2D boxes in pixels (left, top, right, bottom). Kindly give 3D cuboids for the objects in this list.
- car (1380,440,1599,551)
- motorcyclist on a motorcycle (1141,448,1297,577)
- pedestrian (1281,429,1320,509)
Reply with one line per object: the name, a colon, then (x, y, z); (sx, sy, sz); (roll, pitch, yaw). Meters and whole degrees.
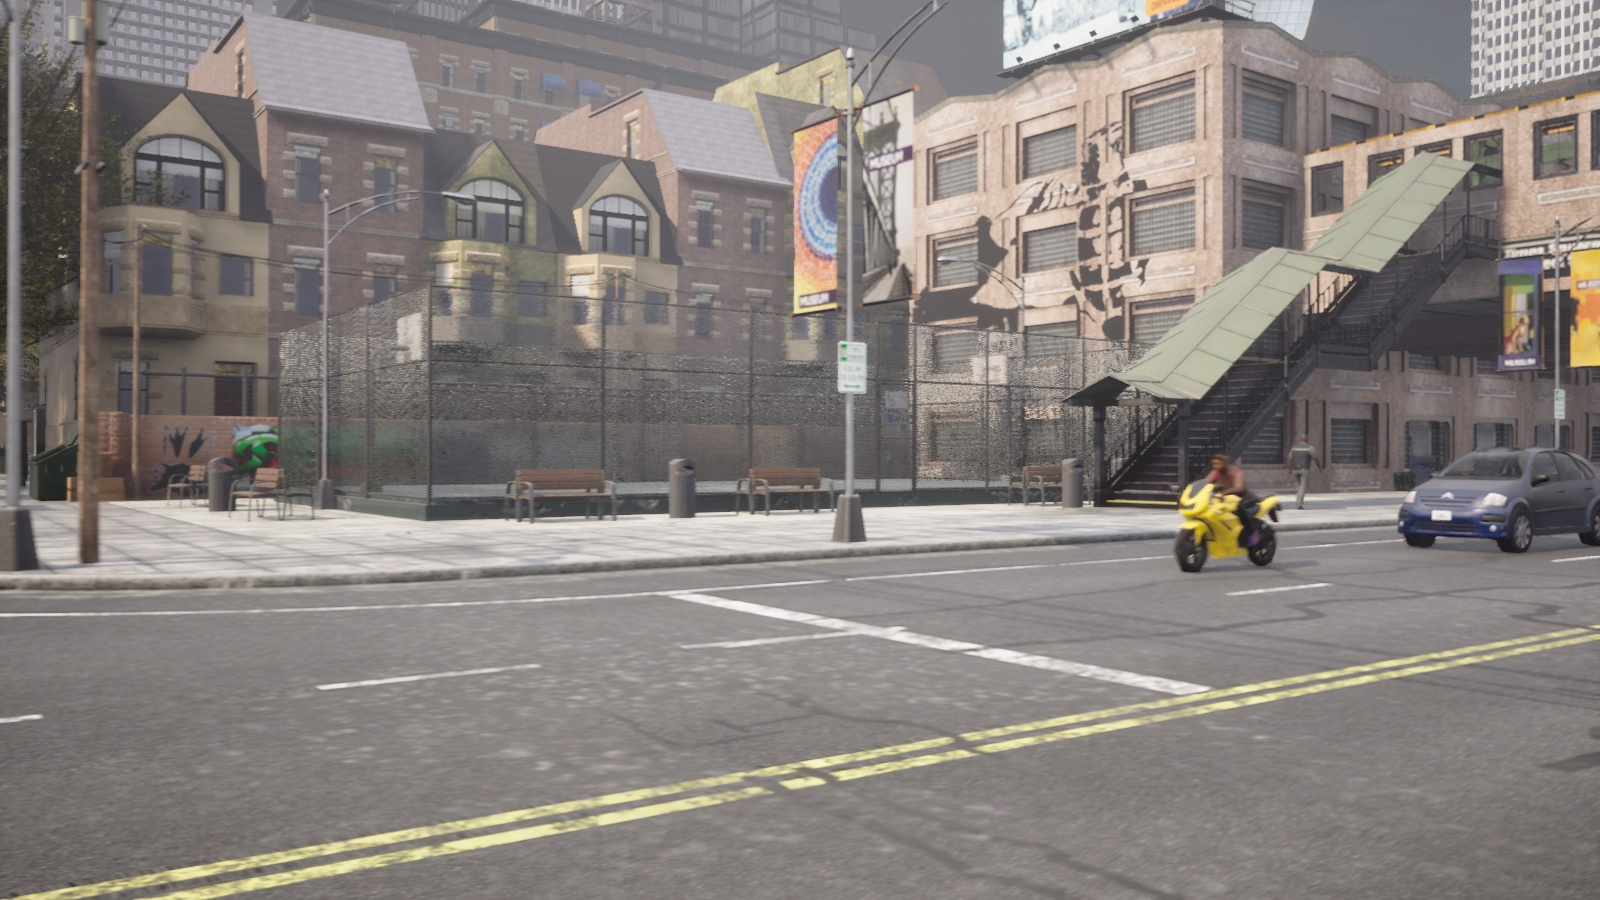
car: (11.346, 0.670, 20.260); (3.988, 1.617, 1.851); (0, 0, -35)
motorcyclist on a motorcycle: (5.344, 0.754, 15.967); (2.044, 1.523, 0.797); (-1, 0, -34)
pedestrian: (11.984, 0.451, 30.046); (0.849, 1.883, 0.563); (0, 0, -44)
